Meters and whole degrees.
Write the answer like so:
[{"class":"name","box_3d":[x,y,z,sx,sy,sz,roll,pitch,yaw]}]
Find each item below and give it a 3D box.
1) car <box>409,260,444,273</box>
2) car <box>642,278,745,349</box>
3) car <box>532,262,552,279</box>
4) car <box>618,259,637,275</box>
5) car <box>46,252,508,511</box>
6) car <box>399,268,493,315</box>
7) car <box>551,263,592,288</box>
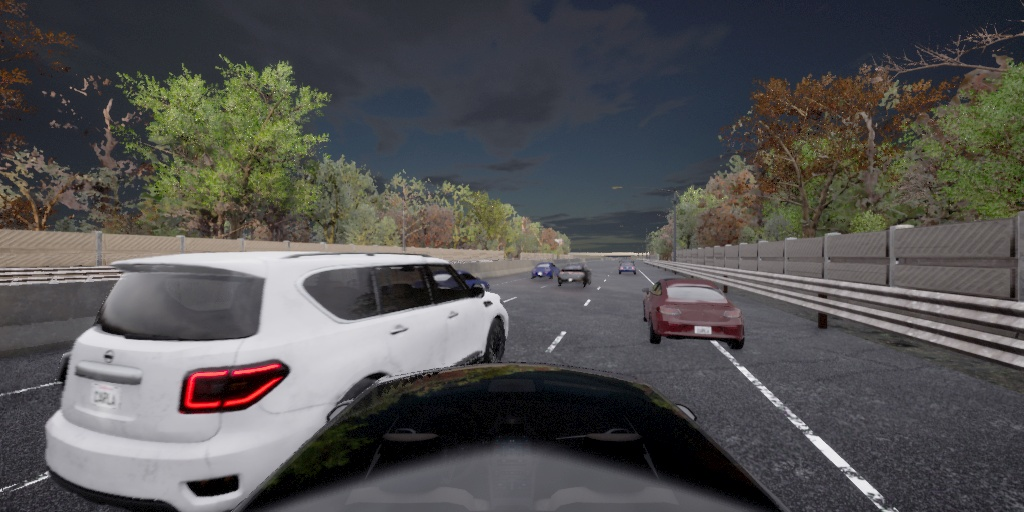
[{"class":"car","box_3d":[-10.975,1.313,46.415,2.033,1.411,5.357,0,0,17]},{"class":"car","box_3d":[4.410,1.279,9.180,1.812,1.442,4.674,0,0,17]},{"class":"car","box_3d":[3.033,1.288,31.974,1.812,1.442,4.674,0,0,17]},{"class":"car","box_3d":[13.024,1.316,40.443,2.033,1.411,5.357,0,0,18]},{"class":"car","box_3d":[-1.795,0.973,4.852,2.150,2.045,5.566,0,0,17]},{"class":"car","box_3d":[-2.417,1.279,14.562,1.812,1.442,4.674,0,0,17]},{"class":"car","box_3d":[4.349,1.252,24.438,2.128,1.511,4.902,0,0,17]}]
